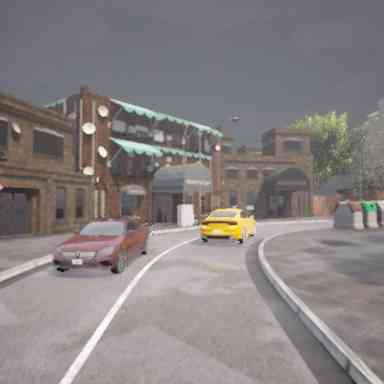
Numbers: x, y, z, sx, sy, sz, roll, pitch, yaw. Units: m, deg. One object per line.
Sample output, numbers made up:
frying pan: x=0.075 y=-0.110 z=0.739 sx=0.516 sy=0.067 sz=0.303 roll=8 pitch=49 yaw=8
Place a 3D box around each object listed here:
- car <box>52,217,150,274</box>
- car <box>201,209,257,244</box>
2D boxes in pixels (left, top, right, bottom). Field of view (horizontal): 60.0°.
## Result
car: x=-2.672 y=1.575 z=10.932 sx=1.812 sy=1.442 sz=4.674 roll=-1 pitch=-1 yaw=8
car: x=1.947 y=1.592 z=16.544 sx=1.882 sy=1.535 sz=5.008 roll=-2 pitch=-2 yaw=20
